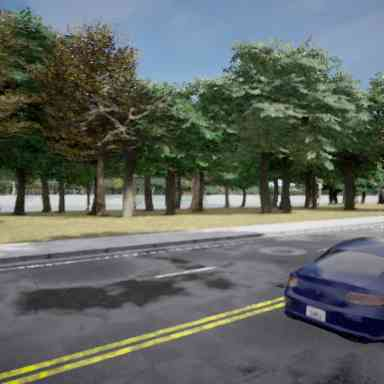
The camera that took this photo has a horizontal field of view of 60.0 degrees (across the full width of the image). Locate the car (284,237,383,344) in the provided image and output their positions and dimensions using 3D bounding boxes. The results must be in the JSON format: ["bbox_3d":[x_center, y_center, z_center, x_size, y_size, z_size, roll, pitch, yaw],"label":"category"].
[{"bbox_3d":[3.618,1.559,6.030,4.674,1.442,1.812,0,0,-36],"label":"car"}]
